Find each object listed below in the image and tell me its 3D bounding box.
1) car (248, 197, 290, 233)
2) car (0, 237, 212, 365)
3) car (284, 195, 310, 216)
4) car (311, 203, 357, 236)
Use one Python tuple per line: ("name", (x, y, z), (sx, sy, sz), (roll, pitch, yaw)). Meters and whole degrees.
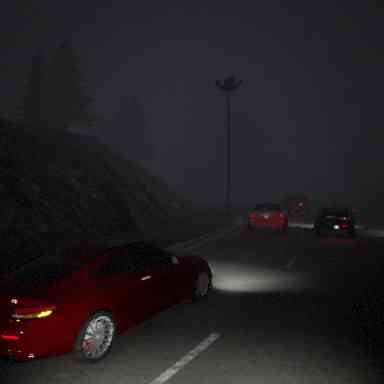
("car", (4.774, 1.403, 20.498), (2.097, 1.767, 4.553), (0, 0, 17))
("car", (-1.340, 1.543, 5.944), (1.812, 1.442, 4.674), (0, 0, 31))
("car", (10.480, 1.307, 34.449), (2.150, 2.045, 5.566), (0, 0, 2))
("car", (7.963, 1.546, 18.887), (1.837, 1.490, 4.892), (0, -1, 18))
